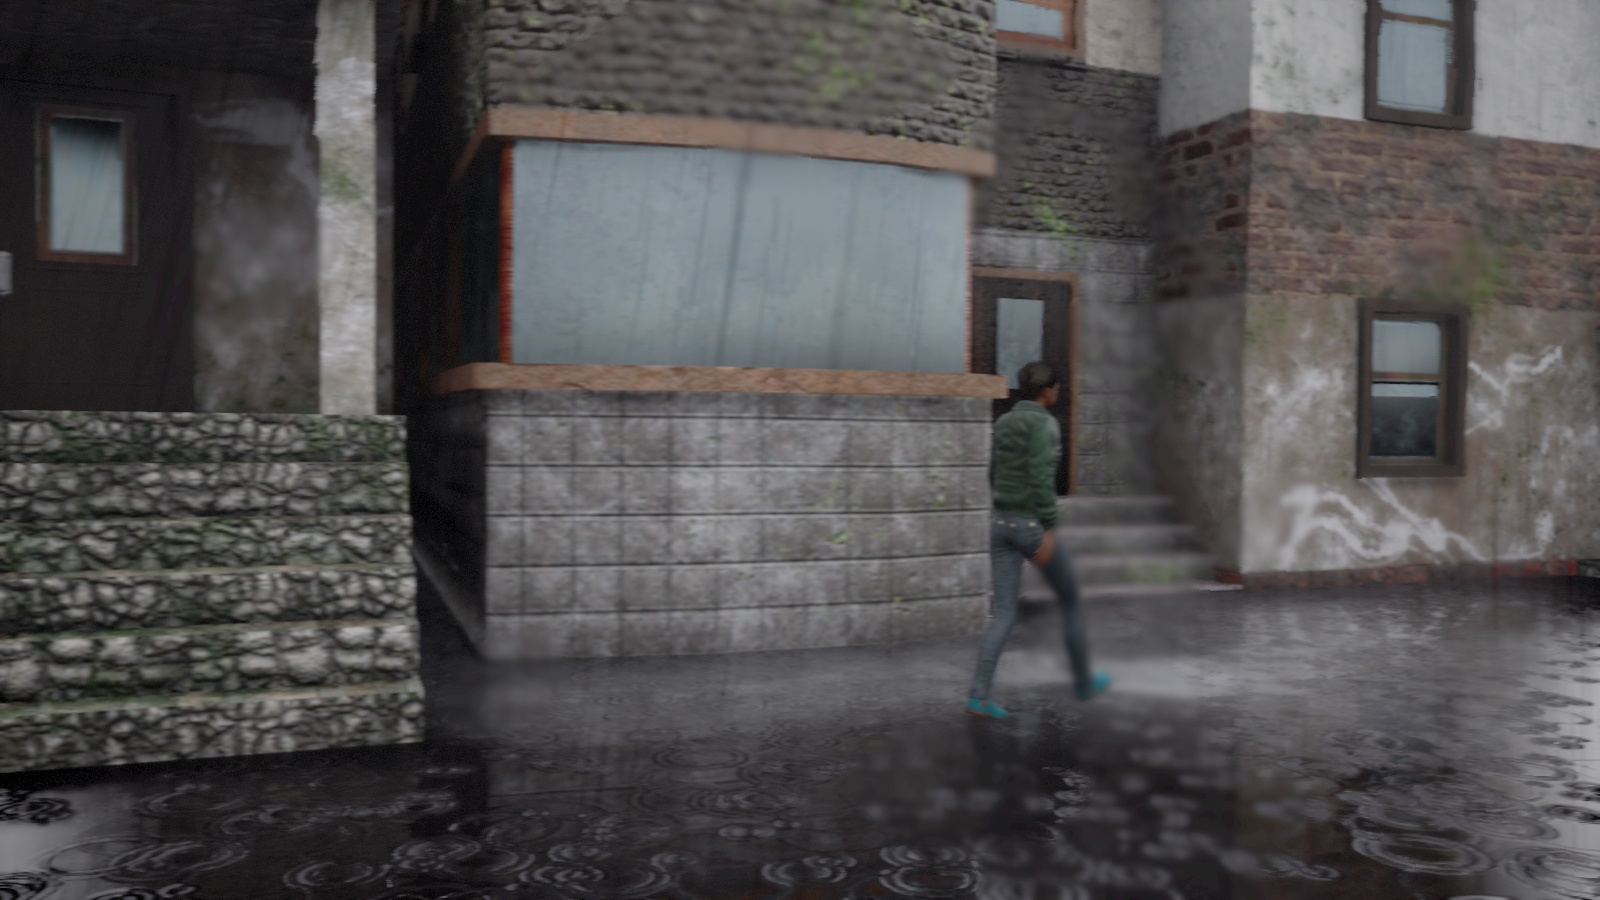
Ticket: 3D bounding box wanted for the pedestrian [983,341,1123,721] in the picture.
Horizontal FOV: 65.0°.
[{"bbox_3d":[1.294,0.390,6.410,0.614,1.847,0.353,-1,1,-34],"label":"pedestrian"}]
